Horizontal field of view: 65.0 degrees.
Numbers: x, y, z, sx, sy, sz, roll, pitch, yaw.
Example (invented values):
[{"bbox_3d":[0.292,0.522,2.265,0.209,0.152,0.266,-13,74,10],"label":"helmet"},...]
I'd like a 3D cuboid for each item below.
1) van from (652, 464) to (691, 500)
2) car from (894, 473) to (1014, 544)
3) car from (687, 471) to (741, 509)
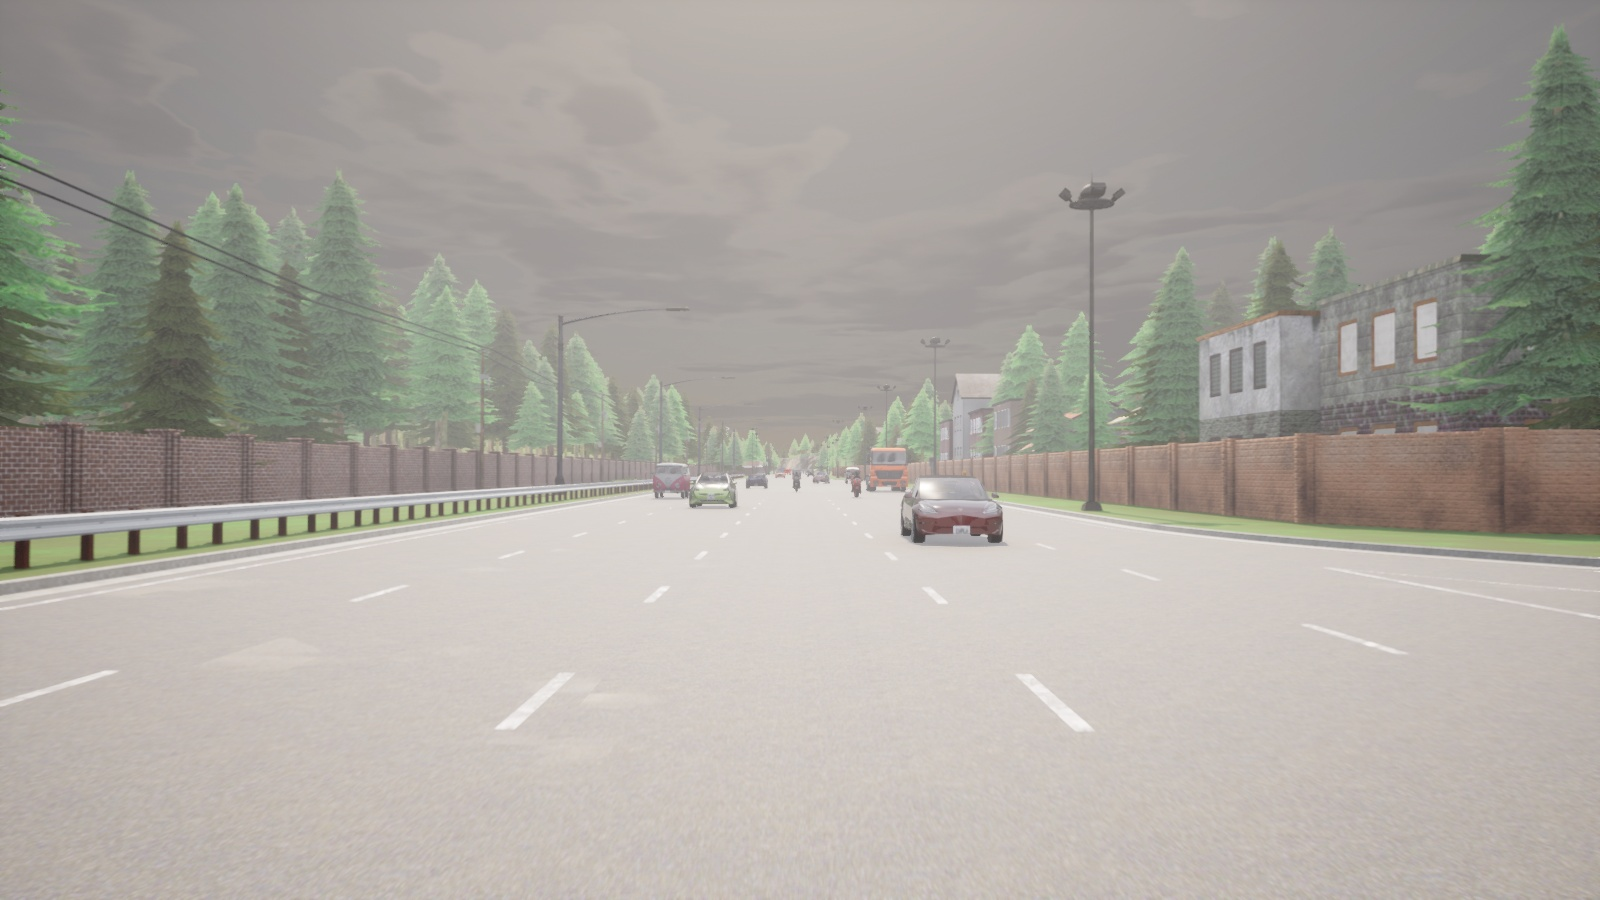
[{"bbox_3d":[-7.175,1.777,70.525,1.775,1.987,4.442,0,-1,0],"label":"van"},{"bbox_3d":[3.428,1.286,28.977,2.163,1.488,4.792,0,-1,0],"label":"car"},{"bbox_3d":[-3.633,1.674,53.626,2.007,1.525,4.514,0,-1,0],"label":"car"}]
